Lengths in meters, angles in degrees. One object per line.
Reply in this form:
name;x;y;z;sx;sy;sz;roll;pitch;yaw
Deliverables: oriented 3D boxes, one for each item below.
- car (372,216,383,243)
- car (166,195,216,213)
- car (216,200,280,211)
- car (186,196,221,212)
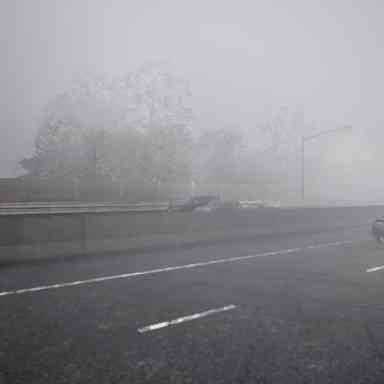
car;10.227;1.582;15.345;4.902;1.511;2.128;0;0;-35
car;0.351;1.314;30.044;5.566;2.045;2.150;0;0;-36
car;4.542;1.585;24.433;4.902;1.511;2.128;0;0;-36
car;2.163;1.443;27.035;4.553;1.767;2.097;0;0;-35
